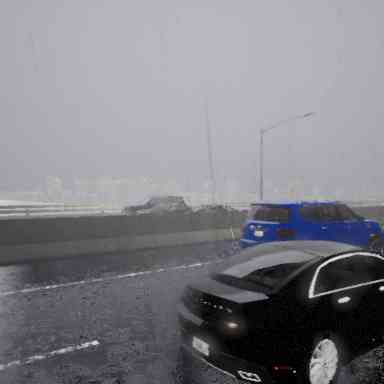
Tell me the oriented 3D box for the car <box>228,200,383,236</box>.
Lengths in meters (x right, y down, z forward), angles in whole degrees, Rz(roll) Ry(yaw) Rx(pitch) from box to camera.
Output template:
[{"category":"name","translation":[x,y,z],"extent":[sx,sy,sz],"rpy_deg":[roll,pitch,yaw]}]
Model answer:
[{"category":"car","translation":[4.068,1.288,10.952],"extent":[5.566,2.045,2.150],"rpy_deg":[0,0,-35]}]

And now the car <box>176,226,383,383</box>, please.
[{"category":"car","translation":[2.071,1.536,5.228],"extent":[4.892,1.490,1.837],"rpy_deg":[1,0,-35]}]

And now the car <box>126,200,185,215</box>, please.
[{"category":"car","translation":[-1.867,1.579,24.136],"extent":[4.902,1.511,2.128],"rpy_deg":[0,0,-35]}]

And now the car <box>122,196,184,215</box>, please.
[{"category":"car","translation":[-3.002,1.319,27.624],"extent":[5.566,2.045,2.150],"rpy_deg":[1,0,-35]}]

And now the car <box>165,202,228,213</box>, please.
[{"category":"car","translation":[0.977,1.600,21.861],"extent":[4.892,1.490,1.837],"rpy_deg":[0,0,-35]}]
